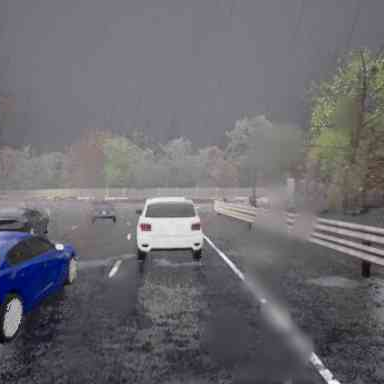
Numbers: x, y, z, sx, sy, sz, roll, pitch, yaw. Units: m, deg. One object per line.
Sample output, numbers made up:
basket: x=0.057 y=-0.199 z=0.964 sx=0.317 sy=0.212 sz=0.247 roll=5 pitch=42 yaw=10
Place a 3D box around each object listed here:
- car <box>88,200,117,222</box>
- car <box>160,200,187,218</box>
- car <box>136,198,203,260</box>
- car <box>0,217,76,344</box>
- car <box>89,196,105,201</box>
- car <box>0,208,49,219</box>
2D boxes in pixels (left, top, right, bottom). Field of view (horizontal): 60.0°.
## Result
car: x=-7.140 y=1.611 z=27.060 sx=2.033 sy=1.411 sz=5.357 roll=0 pitch=0 yaw=-15
car: x=-1.704 y=1.599 z=32.654 sx=2.033 sy=1.411 sz=5.357 roll=0 pitch=0 yaw=4
car: x=-0.969 y=1.243 z=12.825 sx=2.150 sy=2.045 sz=5.566 roll=0 pitch=0 yaw=-7
car: x=-3.735 y=1.500 z=6.421 sx=1.882 sy=1.535 sz=5.008 roll=0 pitch=0 yaw=-3
car: x=-16.528 y=1.493 z=57.853 sx=2.097 sy=1.767 sz=4.553 roll=0 pitch=0 yaw=-30
car: x=-8.510 y=1.559 z=16.648 sx=1.837 sy=1.490 sz=4.892 roll=0 pitch=0 yaw=-9
